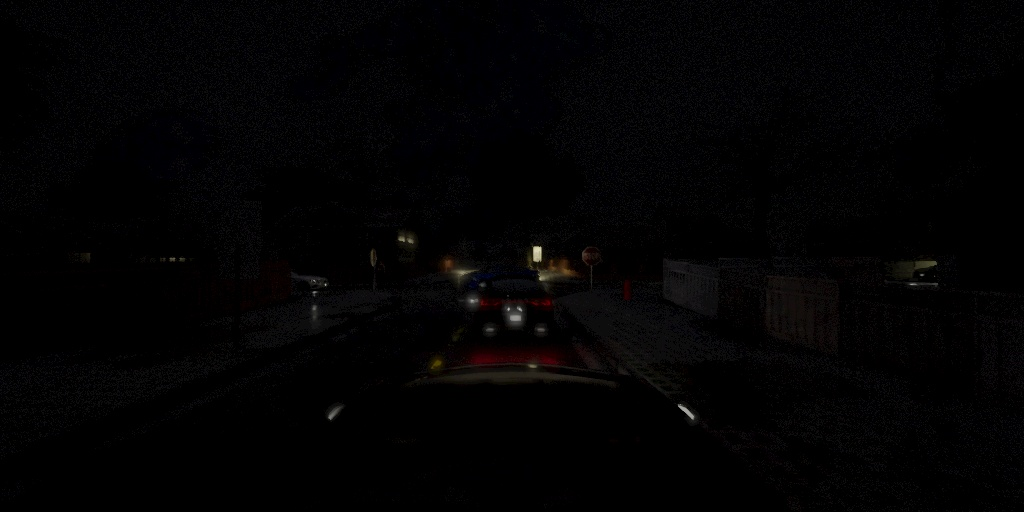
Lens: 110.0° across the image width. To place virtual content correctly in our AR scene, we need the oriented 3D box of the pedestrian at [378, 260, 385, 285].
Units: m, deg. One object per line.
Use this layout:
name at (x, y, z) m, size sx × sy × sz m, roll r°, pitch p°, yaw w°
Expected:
pedestrian at (-9.718, 1.201, 26.635) m, size 0.375 × 1.860 × 0.375 m, roll 0°, pitch -1°, yaw 1°

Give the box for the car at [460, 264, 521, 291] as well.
car at (-0.704, 1.259, 21.564) m, size 5.008 × 1.535 × 1.882 m, roll 0°, pitch -2°, yaw -32°

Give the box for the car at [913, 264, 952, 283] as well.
car at (29.094, 0.969, 23.282) m, size 4.892 × 1.490 × 1.837 m, roll 0°, pitch -2°, yaw 1°

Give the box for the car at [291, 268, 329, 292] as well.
car at (-13.129, 1.421, 20.784) m, size 4.674 × 1.442 × 1.812 m, roll -1°, pitch -2°, yaw 0°

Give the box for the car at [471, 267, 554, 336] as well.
car at (0.079, 1.242, 10.497) m, size 1.882 × 1.535 × 5.008 m, roll 0°, pitch 0°, yaw 0°
